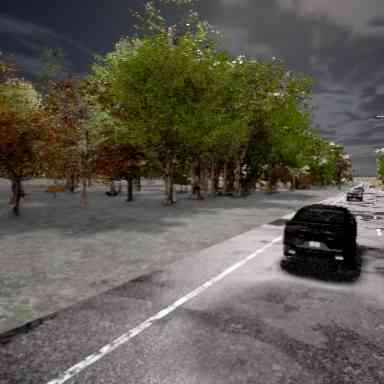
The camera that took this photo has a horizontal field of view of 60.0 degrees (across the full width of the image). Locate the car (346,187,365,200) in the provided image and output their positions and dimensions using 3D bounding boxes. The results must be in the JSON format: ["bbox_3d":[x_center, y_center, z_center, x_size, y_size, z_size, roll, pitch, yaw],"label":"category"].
[{"bbox_3d":[20.825,0.425,42.466,1.895,1.301,4.718,3,3,27],"label":"car"}]

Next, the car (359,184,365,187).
[{"bbox_3d":[35.869,-0.408,71.347,1.994,1.385,4.181,3,3,27],"label":"car"}]

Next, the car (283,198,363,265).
[{"bbox_3d":[4.303,1.137,10.726,1.882,1.535,5.008,3,3,27],"label":"car"}]
